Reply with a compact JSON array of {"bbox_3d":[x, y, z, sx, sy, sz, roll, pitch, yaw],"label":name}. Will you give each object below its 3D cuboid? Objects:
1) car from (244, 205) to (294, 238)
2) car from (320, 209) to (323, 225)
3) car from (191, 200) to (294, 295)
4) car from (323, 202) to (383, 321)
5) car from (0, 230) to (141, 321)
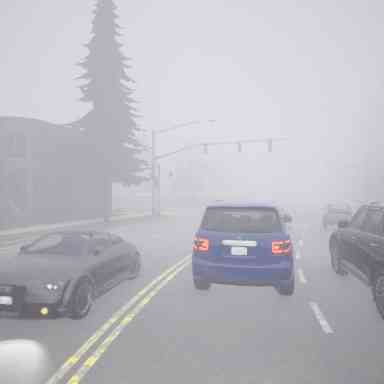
[{"bbox_3d":[4.580,1.548,19.001,2.033,1.411,5.357,0,0,21],"label":"car"},{"bbox_3d":[9.183,1.491,20.939,2.128,1.511,4.902,0,0,20],"label":"car"},{"bbox_3d":[1.489,1.221,8.990,2.150,2.045,5.566,0,0,13],"label":"car"},{"bbox_3d":[4.615,1.224,7.111,2.150,2.045,5.566,0,0,10],"label":"car"},{"bbox_3d":[-2.643,1.564,7.331,1.994,1.385,4.181,0,0,11],"label":"car"}]
